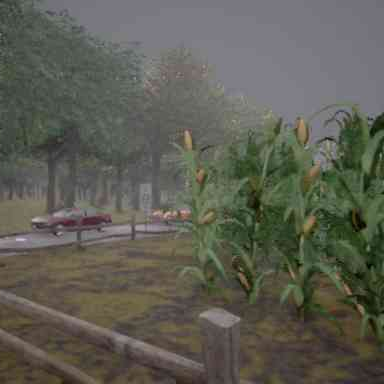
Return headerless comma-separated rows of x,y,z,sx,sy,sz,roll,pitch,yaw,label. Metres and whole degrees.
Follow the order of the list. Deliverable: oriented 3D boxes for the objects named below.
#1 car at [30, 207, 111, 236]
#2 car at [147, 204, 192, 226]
-7.192,1.688,20.196,1.882,1.535,5.008,0,-1,34,car
-1.751,1.786,27.883,2.097,1.767,4.553,0,-1,36,car
